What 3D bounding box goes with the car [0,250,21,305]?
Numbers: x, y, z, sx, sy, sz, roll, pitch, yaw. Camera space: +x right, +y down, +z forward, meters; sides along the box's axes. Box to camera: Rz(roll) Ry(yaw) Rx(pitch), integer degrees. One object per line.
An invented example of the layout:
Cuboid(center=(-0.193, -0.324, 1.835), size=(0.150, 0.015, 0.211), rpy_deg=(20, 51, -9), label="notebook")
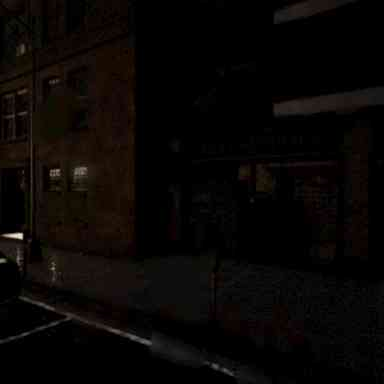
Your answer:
Cuboid(center=(-5.197, 1.546, 6.775), size=(4.403, 1.369, 2.008), rpy_deg=(0, 0, 35), label="car")
